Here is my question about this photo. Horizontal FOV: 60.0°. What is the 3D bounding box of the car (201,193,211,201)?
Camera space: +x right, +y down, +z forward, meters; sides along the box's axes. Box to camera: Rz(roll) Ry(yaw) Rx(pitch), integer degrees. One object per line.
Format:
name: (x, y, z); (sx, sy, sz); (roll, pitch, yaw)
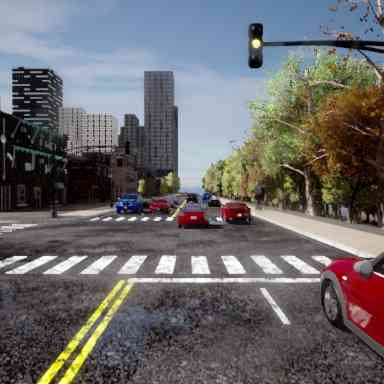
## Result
car: (3.283, 1.193, 73.682); (2.150, 2.045, 5.566); (0, 0, 0)

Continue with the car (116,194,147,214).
car: (-6.571, 1.209, 35.797); (2.150, 2.045, 5.566); (0, 0, 0)

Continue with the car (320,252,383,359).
car: (3.350, 1.352, 4.174); (2.097, 1.767, 4.553); (0, 0, 0)

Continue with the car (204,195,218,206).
car: (3.368, 1.544, 51.136); (1.994, 1.385, 4.181); (0, 0, 0)

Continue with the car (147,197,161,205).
car: (-6.552, 1.540, 58.181); (1.994, 1.385, 4.181); (0, 0, 0)

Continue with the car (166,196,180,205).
car: (-3.289, 1.524, 58.224); (2.033, 1.411, 5.357); (0, 0, 1)

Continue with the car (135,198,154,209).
car: (-6.565, 1.583, 46.051); (1.895, 1.301, 4.718); (0, 0, 0)

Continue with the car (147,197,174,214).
car: (-3.324, 1.465, 35.545); (1.882, 1.535, 5.008); (0, 0, 0)

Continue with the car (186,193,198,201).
car: (0.020, 1.194, 65.061); (2.150, 2.045, 5.566); (0, 0, 0)

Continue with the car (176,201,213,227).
car: (0.109, 1.557, 22.504); (1.994, 1.385, 4.181); (0, 0, 0)

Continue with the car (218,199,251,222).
car: (3.360, 1.469, 25.961); (1.882, 1.535, 5.008); (0, 0, 0)

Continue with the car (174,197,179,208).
car: (-3.314, 1.530, 46.039); (2.033, 1.411, 5.357); (0, 0, 0)
